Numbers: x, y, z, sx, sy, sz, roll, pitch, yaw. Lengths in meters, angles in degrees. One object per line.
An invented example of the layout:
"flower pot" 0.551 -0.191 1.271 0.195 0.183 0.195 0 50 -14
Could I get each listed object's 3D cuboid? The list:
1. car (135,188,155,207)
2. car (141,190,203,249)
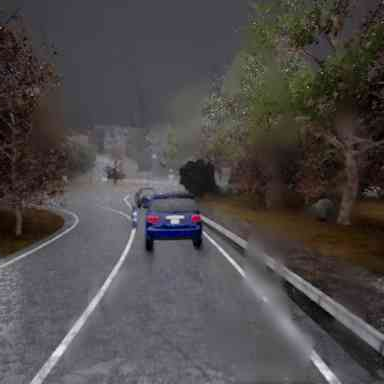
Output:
"car" -4.429 0.359 32.494 2.097 1.767 4.553 -1 4 -14
"car" -0.907 1.092 14.286 2.150 2.045 5.566 -1 1 -7
